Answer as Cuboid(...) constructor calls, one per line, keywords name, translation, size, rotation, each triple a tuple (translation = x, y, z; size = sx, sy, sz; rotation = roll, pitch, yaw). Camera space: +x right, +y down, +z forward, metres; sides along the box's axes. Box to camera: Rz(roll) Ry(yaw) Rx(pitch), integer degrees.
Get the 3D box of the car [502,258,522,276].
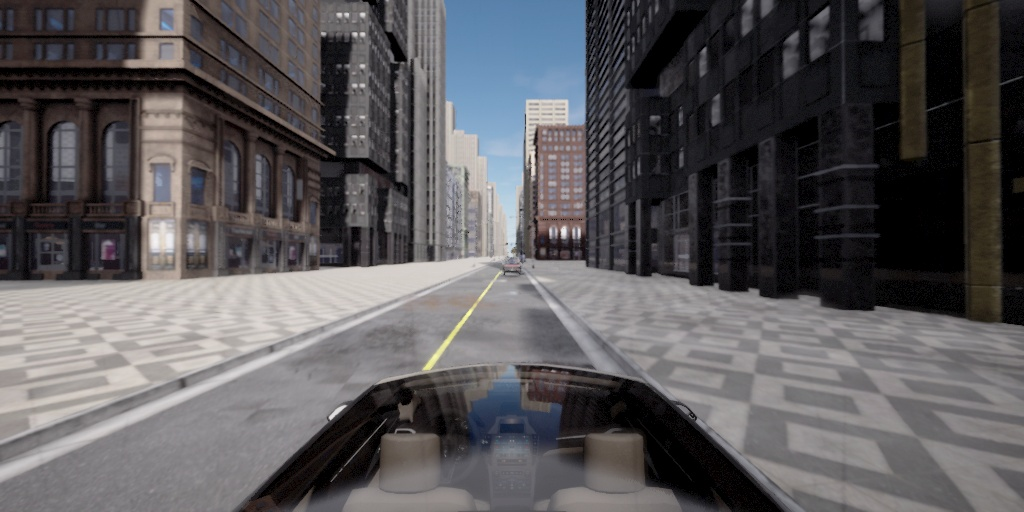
Cuboid(name="car", translation=(0.001, 1.097, 35.724), size=(2.128, 1.511, 4.902), rotation=(0, 0, 0))
